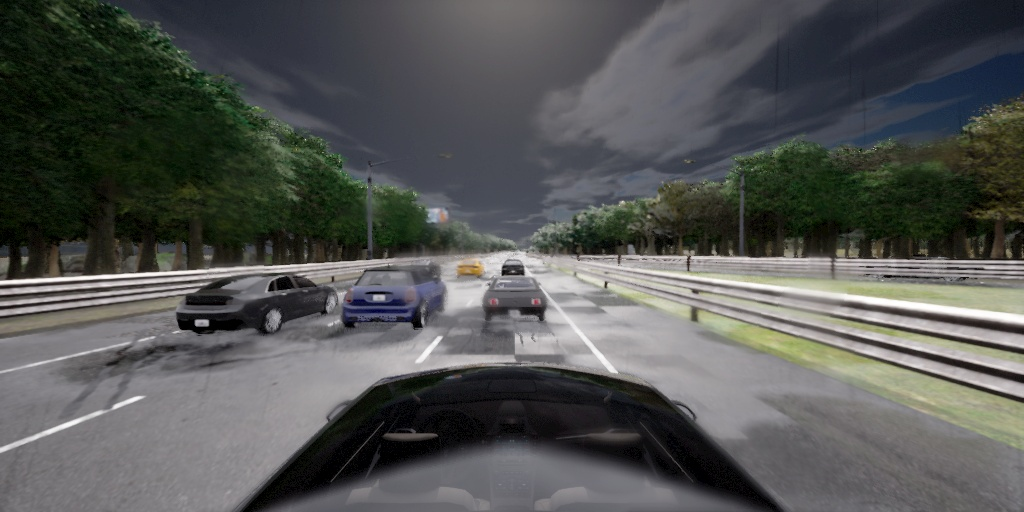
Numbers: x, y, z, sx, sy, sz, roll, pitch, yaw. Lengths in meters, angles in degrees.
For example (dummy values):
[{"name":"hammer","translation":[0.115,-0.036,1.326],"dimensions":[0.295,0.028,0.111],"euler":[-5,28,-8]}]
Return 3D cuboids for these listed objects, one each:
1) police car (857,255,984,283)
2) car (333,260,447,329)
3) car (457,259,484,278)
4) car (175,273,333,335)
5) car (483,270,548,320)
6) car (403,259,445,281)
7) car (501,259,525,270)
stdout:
[{"name":"police car","translation":[25.053,0.732,22.228],"dimensions":[1.930,1.638,5.238],"euler":[0,0,-31]},{"name":"car","translation":[-3.405,1.080,11.307],"dimensions":[2.097,1.767,4.553],"euler":[0,0,0]},{"name":"car","translation":[-3.414,1.018,30.304],"dimensions":[1.882,1.535,5.008],"euler":[0,1,0]},{"name":"car","translation":[-6.904,1.237,10.403],"dimensions":[1.837,1.490,4.892],"euler":[0,0,0]},{"name":"car","translation":[0.088,1.324,12.396],"dimensions":[1.895,1.301,4.718],"euler":[0,0,0]},{"name":"car","translation":[-6.913,1.054,28.690],"dimensions":[2.128,1.511,4.902],"euler":[0,1,0]},{"name":"car","translation":[0.086,1.019,30.292],"dimensions":[1.882,1.535,5.008],"euler":[0,1,0]}]
